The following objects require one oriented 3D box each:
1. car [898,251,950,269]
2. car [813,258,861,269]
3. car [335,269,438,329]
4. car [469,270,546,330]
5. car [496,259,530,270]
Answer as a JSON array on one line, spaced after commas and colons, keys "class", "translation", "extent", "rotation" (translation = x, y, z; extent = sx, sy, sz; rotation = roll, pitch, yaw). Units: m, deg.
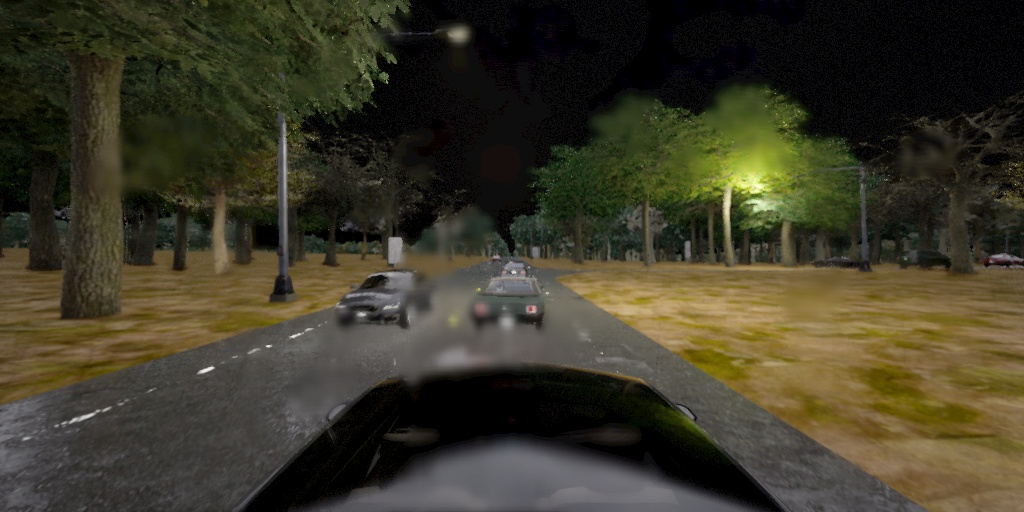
[{"class": "car", "translation": [46.763, 0.422, 40.450], "extent": [5.566, 2.045, 2.150], "rotation": [0, -1, -8]}, {"class": "car", "translation": [38.609, 0.915, 42.656], "extent": [4.718, 1.301, 1.895], "rotation": [0, -1, -5]}, {"class": "car", "translation": [-3.577, 1.178, 11.043], "extent": [1.837, 1.490, 4.892], "rotation": [0, 0, 0]}, {"class": "car", "translation": [0.052, 1.274, 10.786], "extent": [1.895, 1.301, 4.718], "rotation": [0, 0, 4]}, {"class": "car", "translation": [0.282, 1.094, 25.944], "extent": [2.033, 1.411, 5.357], "rotation": [0, 0, 4]}]
